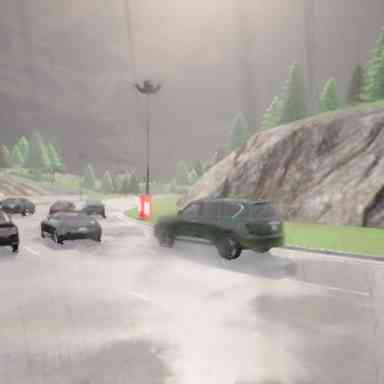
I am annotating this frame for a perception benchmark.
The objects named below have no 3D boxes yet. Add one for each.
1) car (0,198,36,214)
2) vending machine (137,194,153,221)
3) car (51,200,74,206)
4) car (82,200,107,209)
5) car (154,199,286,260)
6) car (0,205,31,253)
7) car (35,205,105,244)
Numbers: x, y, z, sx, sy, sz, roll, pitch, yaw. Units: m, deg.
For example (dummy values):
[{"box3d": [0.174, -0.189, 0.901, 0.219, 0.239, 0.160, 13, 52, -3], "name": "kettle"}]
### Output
[{"box3d": [-16.144, 1.308, 31.100, 2.097, 1.767, 4.553, 1, 0, -12], "name": "car"}, {"box3d": [-3.798, 1.242, 26.996, 1.100, 2.100, 0.880, 1, 0, -23], "name": "vending machine"}, {"box3d": [-13.216, 1.553, 34.208, 1.994, 1.385, 4.181, 0, 0, -10], "name": "car"}, {"box3d": [-8.865, 1.519, 30.190, 1.837, 1.490, 4.892, 0, 0, -17], "name": "car"}, {"box3d": [0.865, 1.268, 12.936, 2.150, 2.045, 5.566, 0, 0, -44], "name": "car"}, {"box3d": [-8.039, 1.464, 12.920, 2.128, 1.511, 4.902, 0, 0, -37], "name": "car"}, {"box3d": [-5.870, 1.563, 15.892, 1.994, 1.385, 4.181, 1, 0, -36], "name": "car"}]
